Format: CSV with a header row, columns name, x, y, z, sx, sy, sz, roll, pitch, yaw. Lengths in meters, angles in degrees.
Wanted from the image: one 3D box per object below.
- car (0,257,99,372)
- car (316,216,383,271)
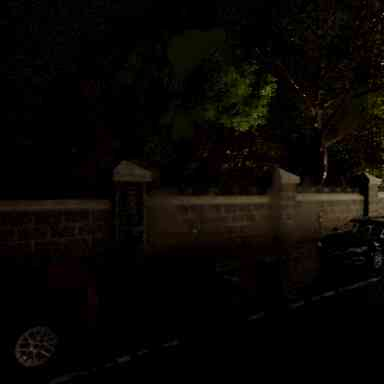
name,x,y,z,sx,sy,sz,roll,pitch,yaw
car,-3.468,1.548,4.080,4.507,1.381,1.887,0,1,-35
car,5.787,1.498,10.679,4.403,1.369,2.008,0,1,-35
